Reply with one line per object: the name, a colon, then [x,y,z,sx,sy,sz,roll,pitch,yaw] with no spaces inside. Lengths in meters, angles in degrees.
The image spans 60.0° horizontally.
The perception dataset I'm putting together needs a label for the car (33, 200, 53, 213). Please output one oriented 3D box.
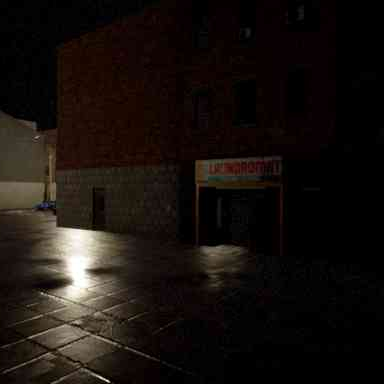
car: [-15.283,1.553,37.177,1.812,1.442,4.674,0,0,36]
